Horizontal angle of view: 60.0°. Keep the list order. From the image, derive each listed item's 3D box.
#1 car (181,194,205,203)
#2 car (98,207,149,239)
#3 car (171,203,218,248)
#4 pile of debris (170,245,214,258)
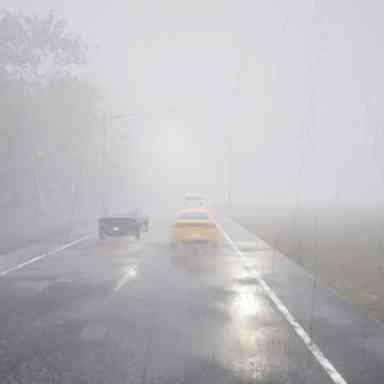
[{"bbox_3d":[0.113,1.253,33.858,2.150,2.045,5.566,0,0,0],"label":"car"},{"bbox_3d":[-3.392,1.493,17.325,1.882,1.535,5.008,0,0,0],"label":"car"},{"bbox_3d":[0.096,1.491,15.007,1.882,1.535,5.008,0,0,0],"label":"car"},{"bbox_3d":[0.004,2.186,12.285,1.500,0.140,1.860,0,0,0],"label":"pile of debris"}]
